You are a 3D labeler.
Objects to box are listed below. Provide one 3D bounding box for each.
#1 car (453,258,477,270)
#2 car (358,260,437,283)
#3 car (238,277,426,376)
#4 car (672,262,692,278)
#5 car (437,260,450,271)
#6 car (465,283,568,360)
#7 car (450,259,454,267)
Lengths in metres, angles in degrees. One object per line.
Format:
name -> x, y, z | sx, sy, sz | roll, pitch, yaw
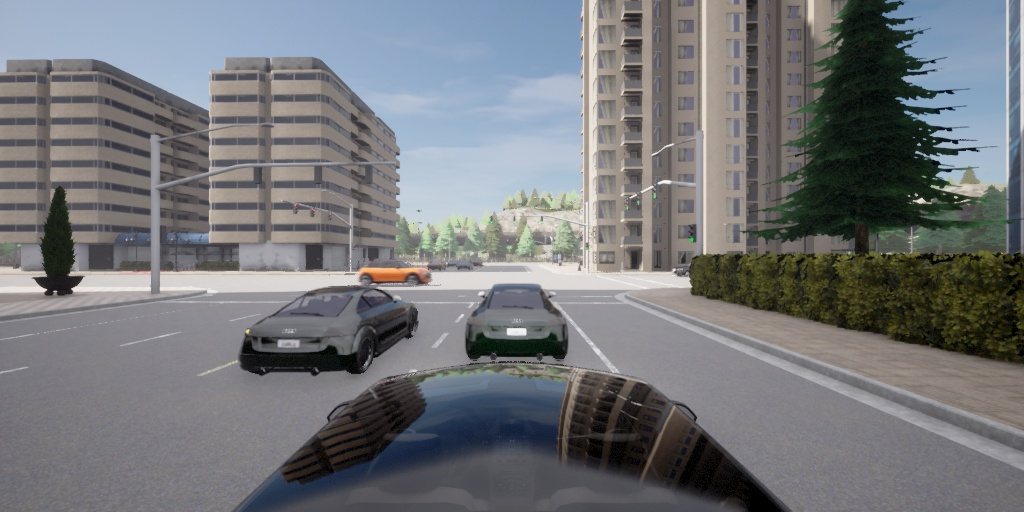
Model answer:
car -> -6.682, 1.297, 51.829 | 2.033, 1.411, 5.357 | 0, 0, 1
car -> -7.710, 1.047, 23.854 | 4.553, 1.767, 2.097 | 0, 0, 1
car -> -3.394, 1.314, 7.506 | 1.994, 1.385, 4.181 | 0, 0, 1
car -> 17.763, 1.241, 33.993 | 4.902, 1.511, 2.128 | 0, 0, 1
car -> -10.212, 1.227, 48.792 | 1.882, 1.535, 5.008 | 0, 0, 1
car -> 0.115, 1.314, 8.372 | 1.994, 1.385, 4.181 | 0, 0, 1
car -> -10.074, 1.297, 62.302 | 2.033, 1.411, 5.357 | 0, 0, 1
